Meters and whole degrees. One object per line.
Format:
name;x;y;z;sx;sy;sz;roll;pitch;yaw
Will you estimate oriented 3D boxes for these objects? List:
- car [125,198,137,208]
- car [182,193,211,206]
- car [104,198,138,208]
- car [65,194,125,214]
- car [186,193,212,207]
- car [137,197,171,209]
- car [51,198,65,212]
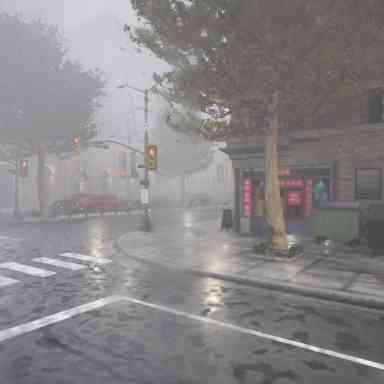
car;-7.158;1.491;46.705;2.128;1.511;4.902;0;0;36
car;0.807;1.222;57.698;2.150;2.045;5.566;0;0;36
car;-10.178;1.595;47.908;1.895;1.301;4.718;0;0;36
car;-10.420;1.221;36.218;2.150;2.045;5.566;0;0;36
car;1.276;1.352;52.384;2.097;1.767;4.553;0;0;36
car;-4.671;1.526;44.172;1.812;1.442;4.674;0;0;36
car;-13.258;1.221;38.265;2.150;2.045;5.566;0;0;36
